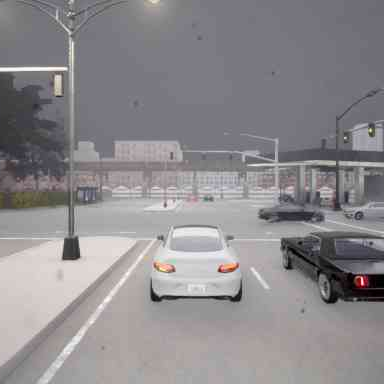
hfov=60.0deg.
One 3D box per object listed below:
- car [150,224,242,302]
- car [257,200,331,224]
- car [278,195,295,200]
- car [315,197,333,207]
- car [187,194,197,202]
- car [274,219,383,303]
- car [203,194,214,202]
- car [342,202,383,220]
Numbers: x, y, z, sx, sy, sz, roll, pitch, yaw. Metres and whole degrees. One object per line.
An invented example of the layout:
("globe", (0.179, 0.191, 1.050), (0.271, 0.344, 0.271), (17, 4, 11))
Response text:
("car", (0.085, 1.517, 8.133), (1.812, 1.442, 4.674), (0, 0, 0))
("car", (7.004, 1.511, 23.746), (4.674, 1.442, 1.812), (0, 0, 0))
("car", (13.229, 1.262, 47.671), (2.242, 1.667, 4.611), (0, 0, 0))
("car", (18.973, 1.434, 48.432), (1.970, 1.475, 3.806), (0, 0, 0))
("car", (0.026, 1.250, 72.320), (2.097, 1.767, 4.553), (0, 0, 0))
("car", (3.590, 1.599, 8.116), (1.895, 1.301, 4.718), (0, 0, 0))
("car", (3.526, 1.257, 72.319), (2.097, 1.767, 4.553), (0, 0, 0))
("car", (14.898, 1.523, 27.487), (4.674, 1.442, 1.812), (0, 0, -1))
